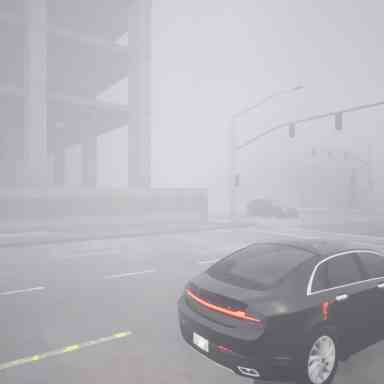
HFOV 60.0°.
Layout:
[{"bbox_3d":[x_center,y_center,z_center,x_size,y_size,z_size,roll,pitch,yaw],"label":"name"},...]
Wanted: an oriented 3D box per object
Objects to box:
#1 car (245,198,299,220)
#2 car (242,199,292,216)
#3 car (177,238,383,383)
[{"bbox_3d":[6.744,1.351,28.045,2.097,1.767,4.553,0,0,-36],"label":"car"},{"bbox_3d":[7.388,1.505,33.123,1.837,1.490,4.892,0,0,-36],"label":"car"},{"bbox_3d":[2.088,1.505,5.280,4.892,1.490,1.837,0,0,-35],"label":"car"}]
